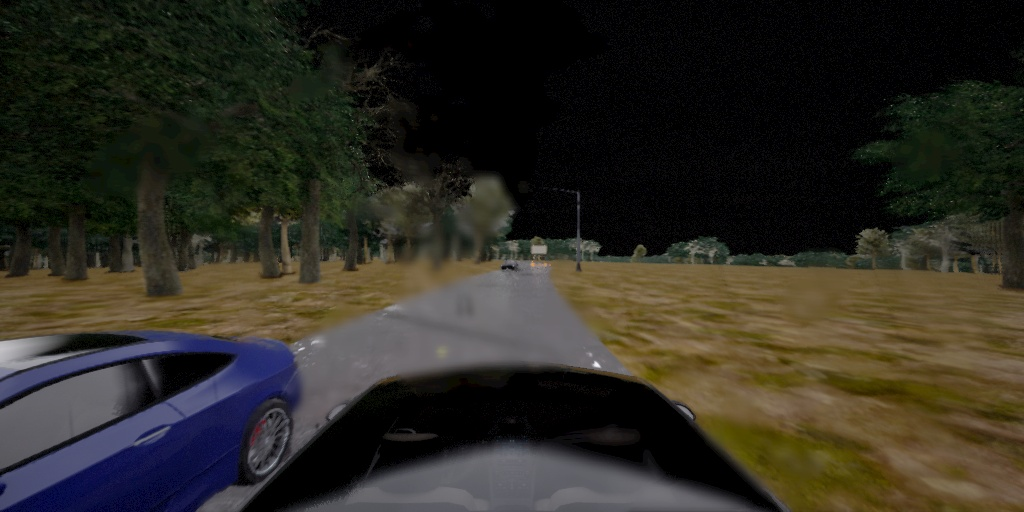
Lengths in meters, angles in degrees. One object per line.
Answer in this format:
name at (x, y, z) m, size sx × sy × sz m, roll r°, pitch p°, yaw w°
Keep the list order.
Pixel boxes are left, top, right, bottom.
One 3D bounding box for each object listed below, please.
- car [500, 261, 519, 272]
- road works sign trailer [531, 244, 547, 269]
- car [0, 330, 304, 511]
car at (-0.262, 1.238, 44.638) m, size 1.895 × 1.301 × 4.718 m, roll 0°, pitch 0°, yaw 7°
road works sign trailer at (3.998, 0.084, 53.245) m, size 2.380 × 3.560 × 2.880 m, roll 0°, pitch 0°, yaw 6°
car at (-3.061, 1.269, 1.921) m, size 1.812 × 1.442 × 4.674 m, roll 0°, pitch 0°, yaw 0°
